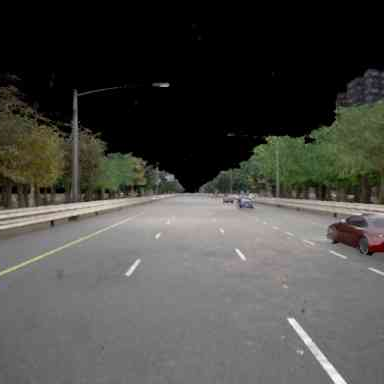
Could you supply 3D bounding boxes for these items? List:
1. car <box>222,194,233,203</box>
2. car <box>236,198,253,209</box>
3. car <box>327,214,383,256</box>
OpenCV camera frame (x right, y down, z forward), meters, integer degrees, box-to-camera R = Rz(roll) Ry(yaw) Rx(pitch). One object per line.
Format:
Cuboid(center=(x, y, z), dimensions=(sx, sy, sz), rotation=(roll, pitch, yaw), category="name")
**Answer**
Cuboid(center=(7.159, 1.628, 67.325), dimensions=(1.895, 1.301, 4.718), rotation=(0, 0, 0), category="car")
Cuboid(center=(7.075, 1.552, 45.034), dimensions=(1.812, 1.442, 4.674), rotation=(0, 0, 0), category="car")
Cuboid(center=(7.001, 1.571, 13.146), dimensions=(1.994, 1.385, 4.181), rotation=(0, 0, 0), category="car")
